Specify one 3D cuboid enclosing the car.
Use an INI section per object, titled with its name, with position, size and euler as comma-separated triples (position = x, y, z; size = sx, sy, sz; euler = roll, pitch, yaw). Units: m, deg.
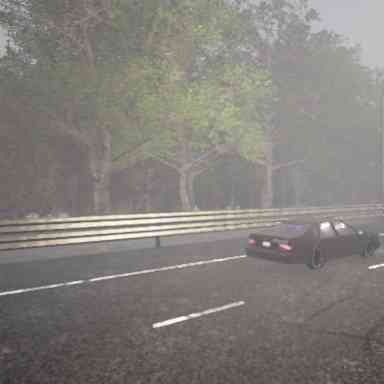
[car]
position = 4.170, 1.548, 11.074
size = 5.357, 1.411, 2.033
euler = 0, 0, -36
